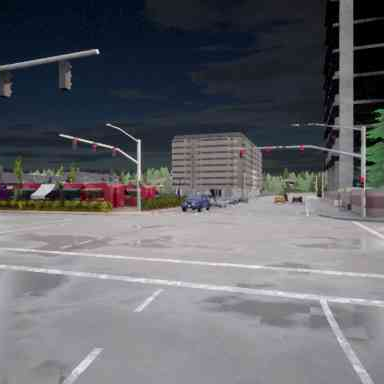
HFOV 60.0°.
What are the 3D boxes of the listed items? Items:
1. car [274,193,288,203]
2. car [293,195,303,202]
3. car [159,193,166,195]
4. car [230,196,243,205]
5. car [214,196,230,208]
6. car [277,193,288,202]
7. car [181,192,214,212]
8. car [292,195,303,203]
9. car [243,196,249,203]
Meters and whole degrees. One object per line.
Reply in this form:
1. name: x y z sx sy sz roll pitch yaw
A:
1. car: 18.205 1.478 69.000 1.882 1.535 5.008 0 0 19
2. car: 24.708 1.525 77.343 2.128 1.511 4.902 0 0 19
3. car: -8.000 1.209 81.429 4.605 1.855 1.932 0 0 19
4. car: 6.844 1.491 57.666 2.128 1.511 4.902 0 0 19
5. car: 3.724 1.601 48.548 1.895 1.301 4.718 0 0 19
6. car: 21.513 1.225 78.819 2.150 2.045 5.566 0 0 19
7. car: 0.580 1.221 39.305 2.150 2.045 5.566 0 0 19
8. car: 21.419 1.478 67.598 1.882 1.535 5.008 0 0 19
9. car: 10.314 1.547 67.656 2.033 1.411 5.357 0 0 19
